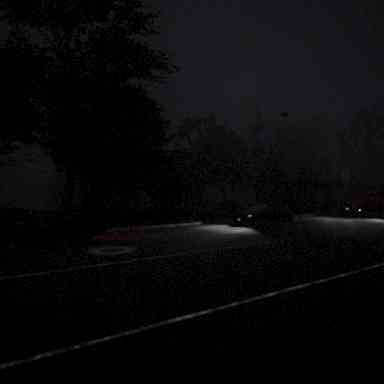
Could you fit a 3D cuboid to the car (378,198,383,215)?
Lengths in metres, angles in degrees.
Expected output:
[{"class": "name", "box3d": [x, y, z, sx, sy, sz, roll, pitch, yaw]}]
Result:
[{"class": "car", "box3d": [17.094, 1.358, 26.429, 4.674, 1.442, 1.812, 0, 0, -35]}]

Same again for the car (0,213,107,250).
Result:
[{"class": "car", "box3d": [-6.223, 1.585, 14.283, 4.718, 1.301, 1.895, 0, 0, -35]}]

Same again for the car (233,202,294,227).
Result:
[{"class": "car", "box3d": [4.830, 1.435, 22.120, 4.674, 1.442, 1.812, 0, 0, -35]}]

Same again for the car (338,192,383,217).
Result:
[{"class": "car", "box3d": [15.248, 1.038, 29.406, 5.566, 2.045, 2.150, 0, 0, -35]}]
